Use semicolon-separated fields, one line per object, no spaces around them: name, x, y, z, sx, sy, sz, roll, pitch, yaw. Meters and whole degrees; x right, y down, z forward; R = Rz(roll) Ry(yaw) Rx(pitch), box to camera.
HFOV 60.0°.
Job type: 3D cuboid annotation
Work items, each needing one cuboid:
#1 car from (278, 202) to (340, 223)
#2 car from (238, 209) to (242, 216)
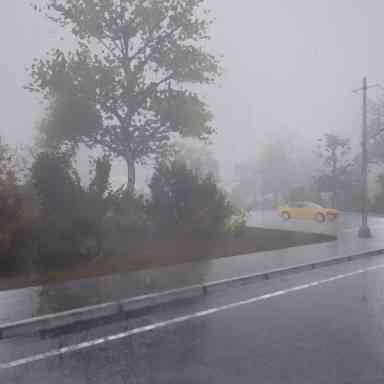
car;9.308;1.565;26.838;1.882;1.535;5.008;0;-1;-39
car;2.977;1.583;34.329;2.097;1.767;4.553;0;-1;-43
